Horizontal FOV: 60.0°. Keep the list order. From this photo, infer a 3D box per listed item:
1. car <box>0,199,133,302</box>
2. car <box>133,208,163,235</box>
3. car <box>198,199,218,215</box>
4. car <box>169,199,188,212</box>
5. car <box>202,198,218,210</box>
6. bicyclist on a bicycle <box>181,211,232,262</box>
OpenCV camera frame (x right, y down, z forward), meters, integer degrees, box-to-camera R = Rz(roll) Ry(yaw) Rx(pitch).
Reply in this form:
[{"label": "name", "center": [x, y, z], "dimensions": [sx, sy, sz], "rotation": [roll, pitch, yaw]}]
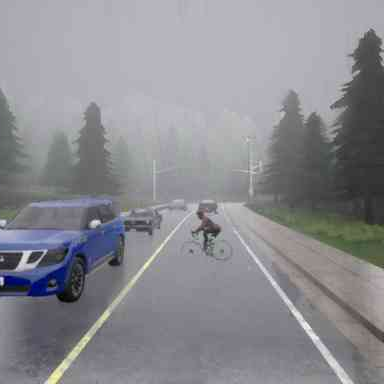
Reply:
[{"label": "car", "center": [-3.312, 1.222, 8.636], "dimensions": [2.150, 2.045, 5.566], "rotation": [0, 0, 3]}, {"label": "car", "center": [-2.864, 1.603, 18.851], "dimensions": [1.895, 1.301, 4.718], "rotation": [0, 0, 2]}, {"label": "car", "center": [1.687, 1.482, 34.539], "dimensions": [1.882, 1.535, 5.008], "rotation": [0, 0, 5]}, {"label": "car", "center": [-1.546, 1.530, 38.991], "dimensions": [1.812, 1.442, 4.674], "rotation": [0, 0, 5]}, {"label": "car", "center": [2.463, 1.569, 44.994], "dimensions": [1.994, 1.385, 4.181], "rotation": [0, 0, 5]}, {"label": "bicyclist on a bicycle", "center": [0.455, 1.447, 10.688], "dimensions": [1.656, 1.620, 0.582], "rotation": [-2, 0, 2]}]
